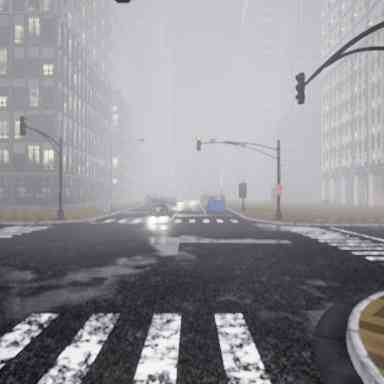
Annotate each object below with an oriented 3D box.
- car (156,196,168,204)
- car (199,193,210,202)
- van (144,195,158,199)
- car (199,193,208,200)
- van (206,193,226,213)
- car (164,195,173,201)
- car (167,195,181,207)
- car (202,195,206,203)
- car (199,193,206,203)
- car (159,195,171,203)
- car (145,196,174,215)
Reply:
[{"bbox_3d":[-5.656,1.463,63.925,1.947,1.339,4.313,0,0,0],"label":"car"},{"bbox_3d":[2.775,1.193,74.966,2.192,1.841,5.009,0,0,0],"label":"car"},{"bbox_3d":[-5.731,1.265,47.308,1.690,1.788,3.998,0,0,0],"label":"van"},{"bbox_3d":[2.826,1.173,86.045,2.192,1.841,5.009,0,0,0],"label":"car"},{"bbox_3d":[2.712,1.283,36.195,1.690,1.788,3.998,0,0,0],"label":"van"},{"bbox_3d":[-5.580,1.450,80.543,1.802,1.307,4.206,0,0,0],"label":"car"},{"bbox_3d":[-3.122,1.469,49.015,2.033,1.411,5.357,0,0,0],"label":"car"},{"bbox_3d":[2.646,1.478,41.734,1.887,1.381,4.507,0,0,0],"label":"car"},{"bbox_3d":[2.725,1.212,63.887,2.192,1.841,5.009,0,0,0],"label":"car"},{"bbox_3d":[-5.631,1.438,69.464,2.008,1.369,4.403,0,0,0],"label":"car"},{"bbox_3d":[-3.214,1.438,33.577,2.128,1.511,4.902,0,0,-1],"label":"car"}]
